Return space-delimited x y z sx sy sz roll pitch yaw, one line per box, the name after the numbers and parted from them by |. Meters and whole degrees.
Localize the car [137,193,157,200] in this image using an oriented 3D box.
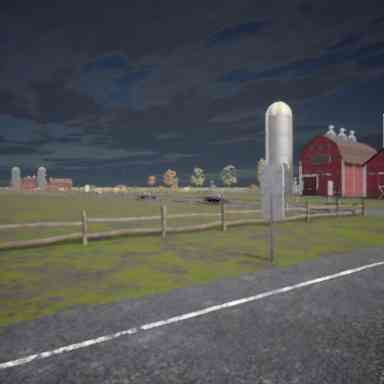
-8.548 0.834 63.454 1.895 1.301 4.718 -1 1 -36 | car

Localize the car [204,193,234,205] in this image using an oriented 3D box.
3.713 0.912 46.299 1.882 1.535 5.008 -1 1 -36 | car
